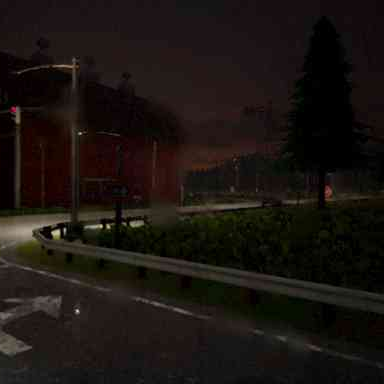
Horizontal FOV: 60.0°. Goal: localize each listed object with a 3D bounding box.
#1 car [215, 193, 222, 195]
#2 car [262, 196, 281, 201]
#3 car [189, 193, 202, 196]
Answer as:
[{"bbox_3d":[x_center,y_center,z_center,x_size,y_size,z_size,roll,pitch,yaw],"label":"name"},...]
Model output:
[{"bbox_3d":[7.394,0.993,93.029,1.784,1.438,3.905,1,0,36],"label":"car"},{"bbox_3d":[12.348,1.363,51.420,1.994,1.385,4.181,1,0,37],"label":"car"},{"bbox_3d":[0.815,0.991,81.908,1.816,1.474,4.193,1,0,36],"label":"car"}]
